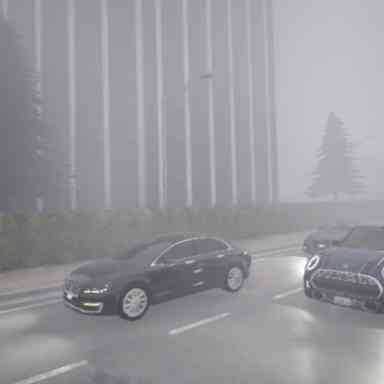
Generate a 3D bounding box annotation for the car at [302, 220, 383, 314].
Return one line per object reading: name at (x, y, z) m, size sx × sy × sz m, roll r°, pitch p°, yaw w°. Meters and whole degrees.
car at (4.599, 1.516, 7.903) m, size 4.553 × 1.767 × 2.097 m, roll 0°, pitch -3°, yaw -40°

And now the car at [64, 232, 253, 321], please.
car at (-0.558, 1.805, 8.111) m, size 4.892 × 1.490 × 1.837 m, roll 0°, pitch -3°, yaw -40°

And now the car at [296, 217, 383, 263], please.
car at (6.477, 1.887, 14.064) m, size 4.181 × 1.385 × 1.994 m, roll 0°, pitch -3°, yaw -40°
